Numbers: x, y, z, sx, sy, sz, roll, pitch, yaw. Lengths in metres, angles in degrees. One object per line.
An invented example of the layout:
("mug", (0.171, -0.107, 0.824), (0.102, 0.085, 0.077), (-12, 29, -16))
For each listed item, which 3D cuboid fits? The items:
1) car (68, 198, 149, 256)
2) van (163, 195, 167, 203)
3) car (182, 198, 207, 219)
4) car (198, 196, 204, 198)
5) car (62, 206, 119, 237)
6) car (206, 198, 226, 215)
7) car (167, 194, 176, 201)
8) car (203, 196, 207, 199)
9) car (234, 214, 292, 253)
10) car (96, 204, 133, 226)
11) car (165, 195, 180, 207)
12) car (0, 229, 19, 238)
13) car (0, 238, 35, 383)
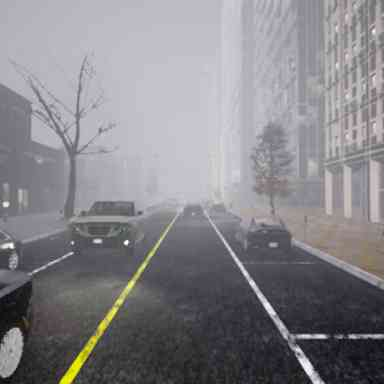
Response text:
("car", (-3.083, 1.265, 13.678), (2.150, 2.045, 5.566), (0, 0, 0))
("van", (-5.623, 1.594, 75.810), (1.690, 1.788, 3.998), (1, 0, 0))
("car", (0.121, 1.607, 30.494), (1.837, 1.490, 4.892), (0, 0, 0))
("car", (0.126, 1.632, 41.912), (2.128, 1.511, 4.902), (0, 0, 0))
("car", (-5.735, 1.606, 19.371), (1.887, 1.381, 4.507), (1, 0, 0))
("car", (2.725, 1.667, 36.239), (1.887, 1.381, 4.507), (1, 0, 0))
("car", (-5.611, 1.628, 92.742), (2.192, 1.841, 5.009), (1, 0, 0))
("car", (2.737, 1.745, 53.170), (1.947, 1.339, 4.313), (1, 0, 0))
("car", (2.812, 1.598, 13.664), (2.008, 1.369, 4.403), (1, 0, 0))
("car", (-5.697, 1.662, 25.015), (1.802, 1.307, 4.206), (1, 0, 0))
("car", (-3.022, 1.709, 55.304), (1.812, 1.442, 4.674), (0, 0, 0))
("car", (-5.805, 1.574, 8.082), (2.008, 1.369, 4.403), (1, 0, 0))
("car", (-3.101, 1.485, 2.560), (1.882, 1.535, 5.008), (0, 0, 0))
